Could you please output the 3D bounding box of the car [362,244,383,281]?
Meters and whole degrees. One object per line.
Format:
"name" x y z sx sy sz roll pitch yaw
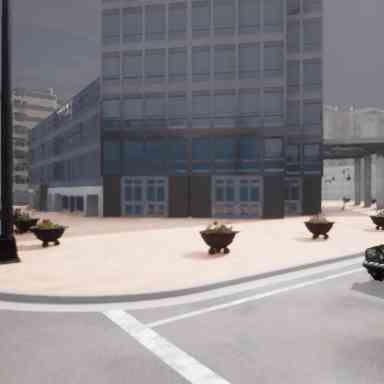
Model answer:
"car" 6.399 1.562 8.549 4.718 1.301 1.895 0 0 -35
